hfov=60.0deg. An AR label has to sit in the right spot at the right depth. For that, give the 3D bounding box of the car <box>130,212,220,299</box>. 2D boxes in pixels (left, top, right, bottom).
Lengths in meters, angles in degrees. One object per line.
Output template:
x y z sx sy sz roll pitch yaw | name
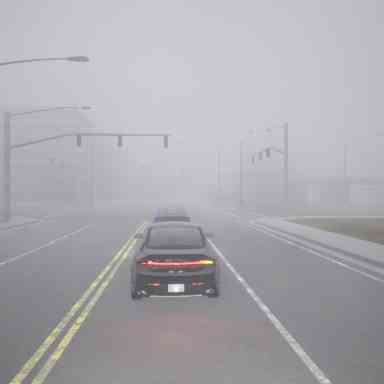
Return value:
-0.445 1.505 8.484 1.837 1.490 4.892 0 0 -4 | car

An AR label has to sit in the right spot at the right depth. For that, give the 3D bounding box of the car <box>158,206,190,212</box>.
-1.086 1.478 17.956 1.882 1.535 5.008 0 0 -4 | car
